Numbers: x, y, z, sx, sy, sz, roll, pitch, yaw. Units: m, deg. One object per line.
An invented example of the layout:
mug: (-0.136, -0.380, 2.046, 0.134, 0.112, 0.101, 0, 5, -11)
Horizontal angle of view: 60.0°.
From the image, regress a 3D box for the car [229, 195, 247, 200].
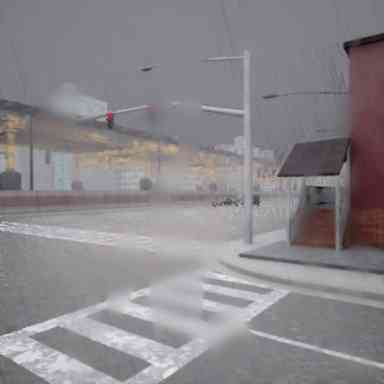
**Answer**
car: (12.489, 1.411, 90.489, 4.536, 1.218, 1.853, 0, 0, -26)

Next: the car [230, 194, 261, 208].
car: (8.355, 1.284, 49.946, 2.150, 2.045, 5.566, 0, 0, 36)

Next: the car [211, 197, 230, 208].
car: (4.731, 1.577, 50.903, 1.837, 1.490, 4.892, 0, -1, 36)

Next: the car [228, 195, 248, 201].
car: (12.535, 1.568, 90.512, 4.974, 1.542, 2.038, 0, 0, -26)
